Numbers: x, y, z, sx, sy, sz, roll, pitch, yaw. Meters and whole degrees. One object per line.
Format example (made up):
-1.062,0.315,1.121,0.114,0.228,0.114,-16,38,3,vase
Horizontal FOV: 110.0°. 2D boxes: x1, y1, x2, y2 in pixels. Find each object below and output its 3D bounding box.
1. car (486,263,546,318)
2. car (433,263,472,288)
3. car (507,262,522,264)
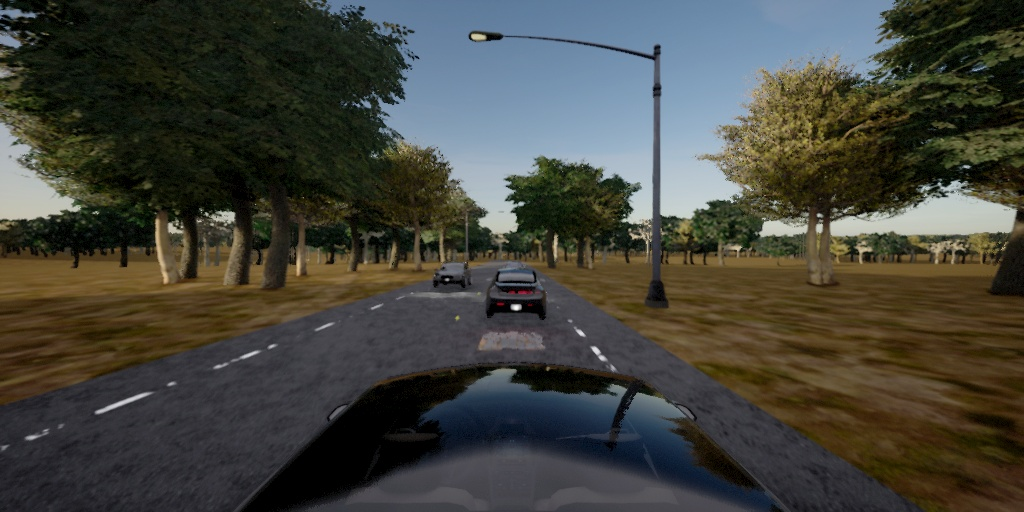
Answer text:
0.136,1.183,12.540,1.837,1.490,4.892,1,0,0,car
-3.534,1.140,21.998,1.837,1.490,4.892,1,-2,0,car
0.188,1.214,31.421,2.033,1.411,5.357,-1,1,0,car
